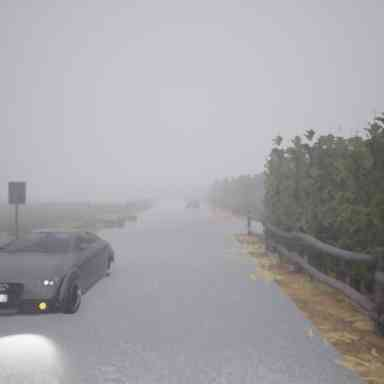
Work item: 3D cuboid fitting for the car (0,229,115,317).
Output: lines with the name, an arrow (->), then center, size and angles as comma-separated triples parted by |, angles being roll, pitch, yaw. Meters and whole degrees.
car -> -3.116, 1.548, 7.435 | 1.994, 1.385, 4.181 | 0, 0, 1

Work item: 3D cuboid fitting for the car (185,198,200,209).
car -> 0.091, 1.455, 43.873 | 2.033, 1.411, 5.357 | 0, 0, 0
